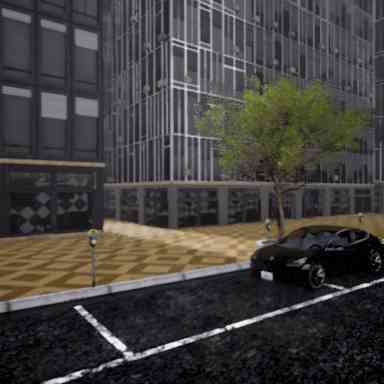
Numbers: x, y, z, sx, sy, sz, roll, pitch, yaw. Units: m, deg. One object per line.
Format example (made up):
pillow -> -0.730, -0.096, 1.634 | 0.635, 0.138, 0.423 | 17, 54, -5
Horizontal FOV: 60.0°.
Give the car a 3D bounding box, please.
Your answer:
car -> 3.537, 1.600, 9.105 | 4.313, 1.339, 1.947 | 0, -1, -36
